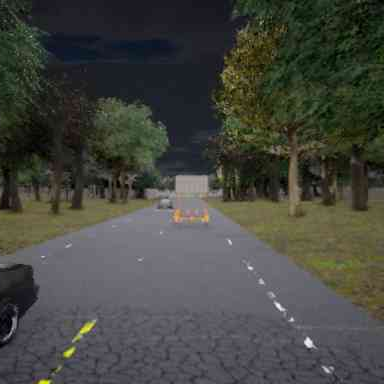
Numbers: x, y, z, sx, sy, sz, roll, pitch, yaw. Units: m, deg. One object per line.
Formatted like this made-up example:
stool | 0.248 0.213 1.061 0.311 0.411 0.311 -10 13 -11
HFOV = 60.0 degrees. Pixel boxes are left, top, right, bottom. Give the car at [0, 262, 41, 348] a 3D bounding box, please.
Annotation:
car | -3.603 1.562 3.573 2.033 1.411 5.357 0 0 0

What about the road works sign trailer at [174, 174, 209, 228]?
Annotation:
road works sign trailer | 0.000 0.540 23.043 2.380 3.560 2.880 0 0 0

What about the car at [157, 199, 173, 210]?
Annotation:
car | -3.578 1.650 45.292 1.812 1.442 4.674 0 0 0
